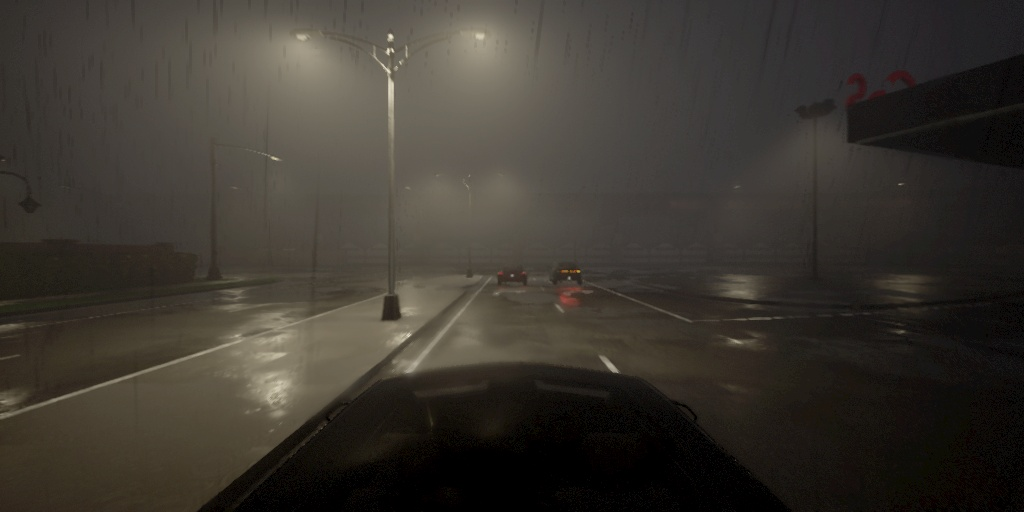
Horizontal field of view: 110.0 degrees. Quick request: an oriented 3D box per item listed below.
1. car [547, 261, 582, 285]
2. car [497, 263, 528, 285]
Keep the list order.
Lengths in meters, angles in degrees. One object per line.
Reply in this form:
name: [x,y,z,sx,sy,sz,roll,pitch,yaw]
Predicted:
car: [3.581,1.098,24.559,1.837,1.490,4.892,0,0,1]
car: [0.035,1.164,24.238,1.994,1.385,4.181,0,0,1]
